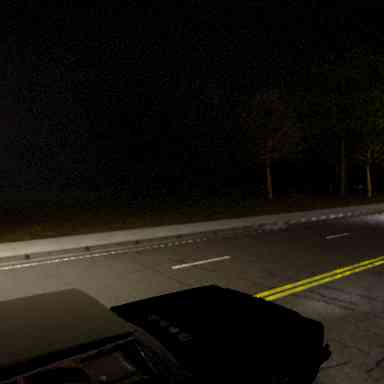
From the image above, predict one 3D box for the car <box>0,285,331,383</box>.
[{"bbox_3d":[-0.908,1.578,2.798,4.718,1.301,1.895,-2,1,-36],"label":"car"}]
